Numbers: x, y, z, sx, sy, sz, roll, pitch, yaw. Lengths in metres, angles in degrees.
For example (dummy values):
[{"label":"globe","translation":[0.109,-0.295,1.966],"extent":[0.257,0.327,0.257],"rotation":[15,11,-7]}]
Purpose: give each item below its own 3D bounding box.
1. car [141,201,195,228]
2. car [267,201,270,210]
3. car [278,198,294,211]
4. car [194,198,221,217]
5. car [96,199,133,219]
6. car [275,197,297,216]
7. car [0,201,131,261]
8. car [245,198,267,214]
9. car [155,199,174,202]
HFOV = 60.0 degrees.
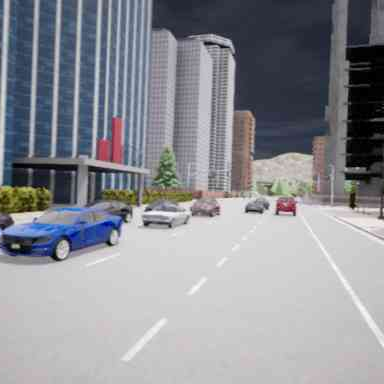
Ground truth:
[{"label":"car","translation":[-1.539,1.492,21.326],"extent":[1.895,1.301,4.718],"rotation":[2,0,16]},{"label":"car","translation":[10.315,1.634,49.184],"extent":[2.097,1.767,4.553],"rotation":[2,0,16]},{"label":"car","translation":[13.866,1.772,48.875],"extent":[2.097,1.767,4.553],"rotation":[2,0,16]},{"label":"car","translation":[1.293,1.330,31.078],"extent":[2.097,1.767,4.553],"rotation":[2,0,16]},{"label":"car","translation":[-5.383,1.223,20.601],"extent":[1.882,1.535,5.008],"rotation":[2,0,16]},{"label":"car","translation":[10.578,1.542,37.393],"extent":[2.150,2.045,5.566],"rotation":[2,0,16]},{"label":"car","translation":[-4.281,1.285,11.776],"extent":[1.882,1.535,5.008],"rotation":[2,0,16]},{"label":"car","translation":[7.349,1.757,38.862],"extent":[1.994,1.385,4.181],"rotation":[2,0,16]},{"label":"car","translation":[-2.528,1.380,30.498],"extent":[2.033,1.411,5.357],"rotation":[2,0,16]}]
